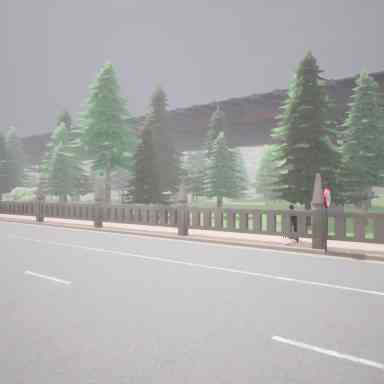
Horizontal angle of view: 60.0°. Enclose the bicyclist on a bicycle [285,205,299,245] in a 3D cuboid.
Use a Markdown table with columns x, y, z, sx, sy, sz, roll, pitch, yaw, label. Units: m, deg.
| x | y | z | sx | sy | sz | roll | pitch | yaw | label |
| --- | --- | --- | --- | --- | --- | --- | --- | --- | --- |
| 4.111 | 1.344 | 13.595 | 0.582 | 1.620 | 1.656 | 0 | -3 | 35 | bicyclist on a bicycle |
